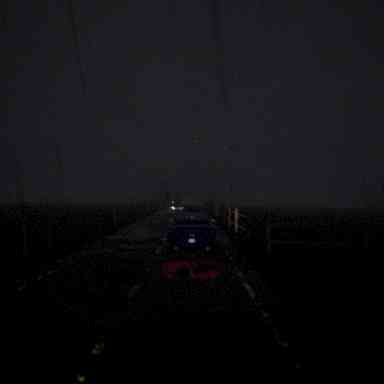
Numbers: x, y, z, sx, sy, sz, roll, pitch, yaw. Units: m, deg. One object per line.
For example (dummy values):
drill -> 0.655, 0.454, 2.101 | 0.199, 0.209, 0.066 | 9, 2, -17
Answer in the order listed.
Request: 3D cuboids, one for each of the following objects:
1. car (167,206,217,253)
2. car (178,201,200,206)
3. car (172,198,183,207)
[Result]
car -> 0.002, 1.616, 14.468 | 1.882, 1.535, 5.008 | 0, 0, 0
car -> -0.003, 1.789, 29.280 | 1.837, 1.490, 4.892 | 0, 0, 0
car -> -2.790, 1.992, 64.967 | 2.097, 1.767, 4.553 | 0, -1, 0
